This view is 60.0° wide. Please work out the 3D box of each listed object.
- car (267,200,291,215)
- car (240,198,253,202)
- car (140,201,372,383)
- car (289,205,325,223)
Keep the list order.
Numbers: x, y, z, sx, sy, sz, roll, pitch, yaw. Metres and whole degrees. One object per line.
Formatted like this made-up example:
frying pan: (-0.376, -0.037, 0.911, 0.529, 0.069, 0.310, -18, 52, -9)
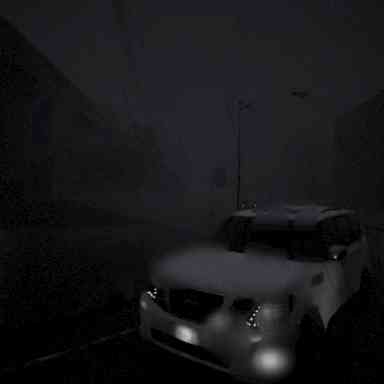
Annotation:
car: (11.018, 1.919, 42.568, 1.882, 1.535, 5.008, 1, 1, 2)
car: (7.394, 1.692, 44.716, 2.097, 1.767, 4.553, 1, 1, 2)
car: (1.632, 1.295, 5.933, 2.150, 2.045, 5.566, 1, 0, 38)
car: (10.610, 2.029, 30.934, 1.994, 1.385, 4.181, 1, 0, 2)
